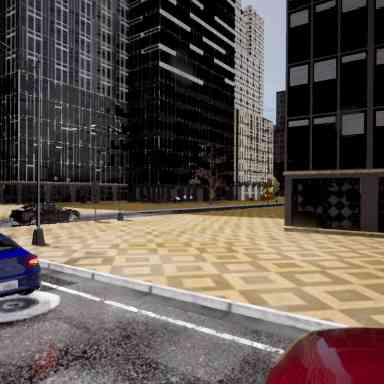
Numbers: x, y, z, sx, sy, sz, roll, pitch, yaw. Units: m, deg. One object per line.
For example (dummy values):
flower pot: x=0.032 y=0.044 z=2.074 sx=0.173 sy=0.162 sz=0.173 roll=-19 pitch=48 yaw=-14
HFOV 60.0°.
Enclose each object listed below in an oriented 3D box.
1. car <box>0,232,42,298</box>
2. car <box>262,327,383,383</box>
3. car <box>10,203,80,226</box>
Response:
car: x=-5.160 y=1.523 z=7.371 sx=4.674 sy=1.442 sz=1.812 roll=0 pitch=0 yaw=36
car: x=2.437 y=1.564 z=1.937 sx=4.181 sy=1.385 sz=1.994 roll=0 pitch=0 yaw=35
car: x=-10.489 y=1.576 z=24.145 sx=1.837 sy=1.490 sz=4.892 roll=1 pitch=0 yaw=37
